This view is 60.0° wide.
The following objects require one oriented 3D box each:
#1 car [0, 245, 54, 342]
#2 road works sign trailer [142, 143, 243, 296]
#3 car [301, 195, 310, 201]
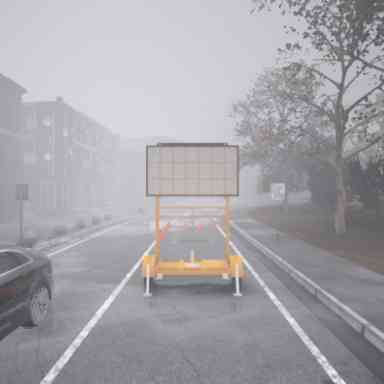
[{"bbox_3d":[-3.478,1.519,4.253,2.128,1.511,4.902,0,0,0],"label":"car"},{"bbox_3d":[0.014,0.517,8.751,2.380,3.560,2.880,0,0,0],"label":"road works sign trailer"},{"bbox_3d":[27.794,1.326,78.574,4.181,1.385,1.994,-2,0,-29],"label":"car"}]
